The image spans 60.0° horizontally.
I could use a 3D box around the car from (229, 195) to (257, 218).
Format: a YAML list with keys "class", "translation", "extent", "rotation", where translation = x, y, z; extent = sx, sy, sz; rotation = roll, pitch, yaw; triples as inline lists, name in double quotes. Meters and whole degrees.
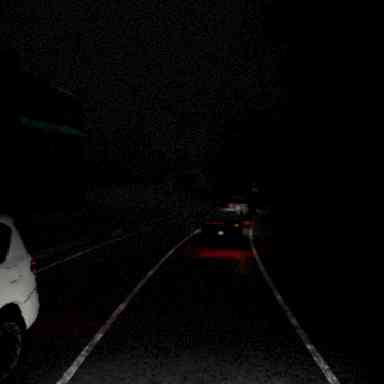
- class: "car"
  translation: [4.936, 1.336, 32.528]
  extent: [2.150, 2.045, 5.566]
  rotation: [1, 3, 19]

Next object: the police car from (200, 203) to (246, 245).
- class: "police car"
  translation: [1.591, 1.584, 16.779]
  extent: [1.930, 1.638, 5.238]
  rotation: [1, -1, 8]

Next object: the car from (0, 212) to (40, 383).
- class: "car"
  translation: [-3.213, 1.224, 2.296]
  extent: [2.150, 2.045, 5.566]
  rotation: [0, 0, 2]
